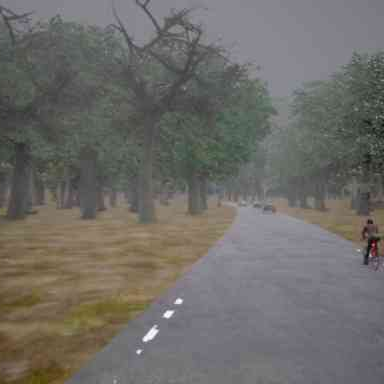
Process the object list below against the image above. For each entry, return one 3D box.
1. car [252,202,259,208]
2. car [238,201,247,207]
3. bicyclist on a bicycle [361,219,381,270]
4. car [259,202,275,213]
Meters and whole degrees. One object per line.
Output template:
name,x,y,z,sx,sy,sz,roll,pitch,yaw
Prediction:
car,14.218,2.790,72.167,1.812,1.442,4.674,2,-1,5
car,11.512,2.736,75.860,1.812,1.442,4.674,2,-1,5
bicyclist on a bicycle,6.107,1.771,11.366,0.582,1.620,1.656,2,-1,12
car,12.437,2.507,54.217,1.837,1.490,4.892,2,0,7
